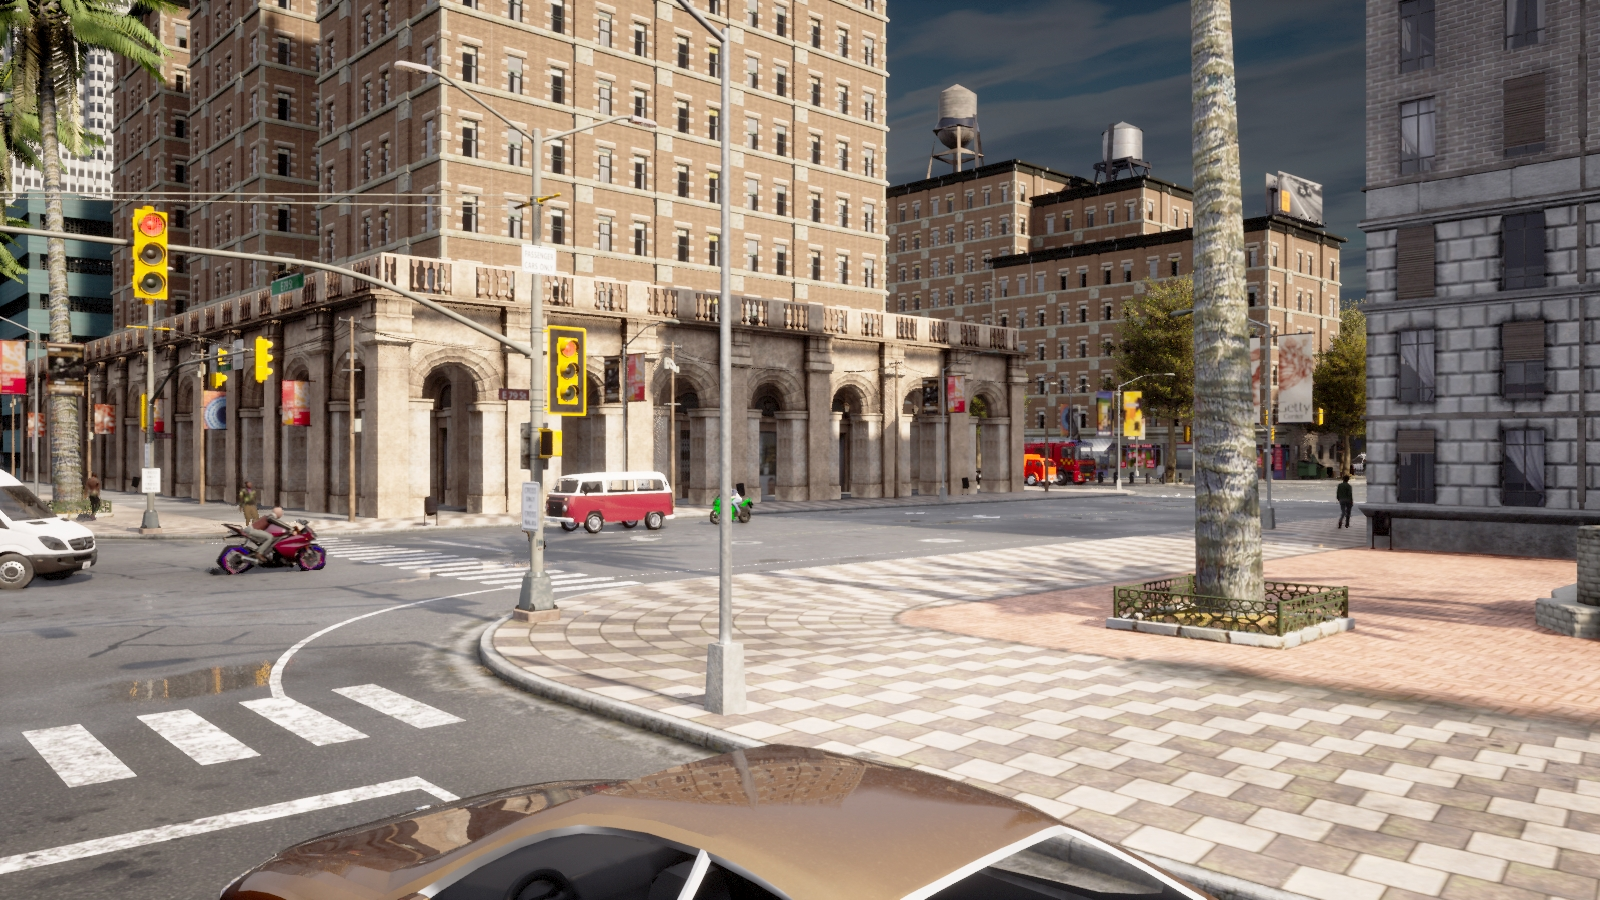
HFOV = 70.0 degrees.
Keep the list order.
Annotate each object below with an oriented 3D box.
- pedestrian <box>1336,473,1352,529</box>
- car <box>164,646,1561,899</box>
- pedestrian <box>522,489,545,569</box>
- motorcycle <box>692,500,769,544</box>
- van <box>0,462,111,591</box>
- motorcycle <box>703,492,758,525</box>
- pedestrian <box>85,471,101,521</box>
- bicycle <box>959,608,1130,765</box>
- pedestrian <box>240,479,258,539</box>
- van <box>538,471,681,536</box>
[{"bbox_3d":[18.244,1.697,38.311,0.375,1.860,0.375,0,0,-41],"label":"pedestrian"},{"bbox_3d":[-0.308,1.992,4.309,5.027,1.651,2.152,0,0,42],"label":"car"},{"bbox_3d":[-6.274,1.849,26.885,0.375,1.860,0.375,0,0,-44],"label":"pedestrian"},{"bbox_3d":[-2.136,2.205,35.229,2.209,1.251,0.867,0,0,-29],"label":"motorcycle"},{"bbox_3d":[-17.866,1.534,23.615,5.915,2.561,1.988,0,0,-7],"label":"van"},{"bbox_3d":[-2.608,2.213,43.140,2.033,1.145,0.803,0,0,-43],"label":"motorcycle"},{"bbox_3d":[-26.129,1.696,42.222,0.375,1.860,0.375,0,0,-3],"label":"pedestrian"},{"bbox_3d":[2.302,2.206,10.907,1.643,1.196,0.373,0,0,45],"label":"bicycle"},{"bbox_3d":[-17.286,1.848,35.854,0.375,1.860,0.375,0,0,41],"label":"pedestrian"},{"bbox_3d":[-6.553,1.783,39.554,4.480,2.038,2.069,0,0,-42],"label":"van"}]
